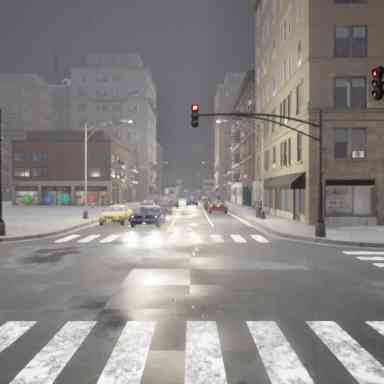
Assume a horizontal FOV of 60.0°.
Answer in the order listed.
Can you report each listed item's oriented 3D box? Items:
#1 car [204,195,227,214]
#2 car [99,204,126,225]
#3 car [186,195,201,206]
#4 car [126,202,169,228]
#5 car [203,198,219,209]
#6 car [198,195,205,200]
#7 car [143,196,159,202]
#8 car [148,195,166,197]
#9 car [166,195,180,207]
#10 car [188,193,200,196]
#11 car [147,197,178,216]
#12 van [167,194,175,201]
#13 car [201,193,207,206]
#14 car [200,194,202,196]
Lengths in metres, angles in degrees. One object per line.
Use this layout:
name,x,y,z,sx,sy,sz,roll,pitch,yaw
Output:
car,2.642,1.441,35.358,1.967,1.590,4.097,0,0,0
car,-5.385,1.525,23.866,1.752,1.417,4.829,0,0,0
car,0.006,1.603,53.850,1.895,1.301,4.718,0,0,0
car,-2.879,1.601,22.556,1.895,1.301,4.718,0,0,1
car,2.643,1.567,46.682,1.947,1.339,4.313,0,0,0
car,2.648,1.573,91.977,1.947,1.339,4.313,0,0,0
car,-5.383,1.552,41.021,2.008,1.369,4.403,0,0,0
car,-5.382,1.317,46.684,2.192,1.841,5.009,0,0,0
car,-2.827,1.527,47.043,1.812,1.442,4.674,0,0,0
car,0.007,1.224,64.152,2.150,2.045,5.566,0,0,0
car,-2.849,1.548,33.206,2.033,1.411,5.357,0,0,0
van,-5.378,1.347,86.317,1.690,1.788,3.998,0,0,0
car,2.642,1.316,41.020,2.192,1.841,5.009,0,0,0
car,2.645,1.554,69.330,2.008,1.369,4.403,0,0,0
